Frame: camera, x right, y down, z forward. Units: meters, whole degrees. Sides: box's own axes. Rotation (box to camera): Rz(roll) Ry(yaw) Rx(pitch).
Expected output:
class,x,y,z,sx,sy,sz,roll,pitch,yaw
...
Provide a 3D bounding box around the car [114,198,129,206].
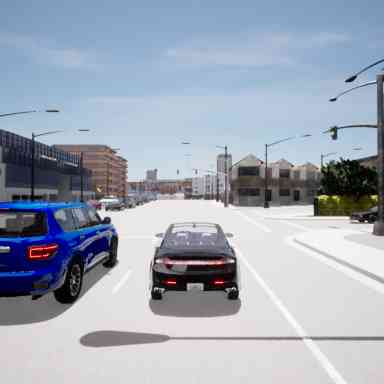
class,x,y,z,sx,sy,sz,roll,pitch,yaw
car,-14.063,1.967,66.365,1.895,1.301,4.718,0,1,0

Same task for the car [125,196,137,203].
class,x,y,z,sx,sy,sz,roll,pitch,yaw
car,-14.058,1.728,76.460,1.837,1.490,4.892,0,1,0

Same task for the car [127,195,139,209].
class,x,y,z,sx,sy,sz,roll,pitch,yaw
car,-10.625,1.787,54.716,2.097,1.767,4.553,0,0,0

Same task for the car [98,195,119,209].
class,x,y,z,sx,sy,sz,roll,pitch,yaw
car,-14.125,1.652,56.615,2.150,2.045,5.566,0,0,0

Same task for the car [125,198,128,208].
class,x,y,z,sx,sy,sz,roll,pitch,yaw
car,-10.631,1.939,46.126,1.994,1.385,4.181,0,0,0

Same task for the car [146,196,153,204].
class,x,y,z,sx,sy,sz,roll,pitch,yaw
car,-10.556,1.756,74.213,1.837,1.490,4.892,0,1,0

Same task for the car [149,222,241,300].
class,x,y,z,sx,sy,sz,roll,pitch,yaw
car,0.062,1.507,8.422,2.128,1.511,4.902,0,0,0

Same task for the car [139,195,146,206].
class,x,y,z,sx,sy,sz,roll,pitch,yaw
car,-10.593,1.898,63.940,1.837,1.490,4.892,0,1,1

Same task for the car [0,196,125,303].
class,x,y,z,sx,sy,sz,roll,pitch,yaw
car,-3.439,1.240,8.379,2.150,2.045,5.566,0,0,0

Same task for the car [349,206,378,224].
class,x,y,z,sx,sy,sz,roll,pitch,yaw
car,15.081,1.686,25.544,5.357,1.411,2.033,0,-1,0

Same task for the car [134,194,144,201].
class,x,y,z,sx,sy,sz,roll,pitch,yaw
car,-14.067,1.548,88.754,2.097,1.767,4.553,0,0,0

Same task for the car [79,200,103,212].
class,x,y,z,sx,sy,sz,roll,pitch,yaw
car,-14.136,1.862,46.910,1.882,1.535,5.008,0,-1,0

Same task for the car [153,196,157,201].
class,x,y,z,sx,sy,sz,roll,pitch,yaw
car,-10.568,1.738,89.526,2.033,1.411,5.357,0,0,0
